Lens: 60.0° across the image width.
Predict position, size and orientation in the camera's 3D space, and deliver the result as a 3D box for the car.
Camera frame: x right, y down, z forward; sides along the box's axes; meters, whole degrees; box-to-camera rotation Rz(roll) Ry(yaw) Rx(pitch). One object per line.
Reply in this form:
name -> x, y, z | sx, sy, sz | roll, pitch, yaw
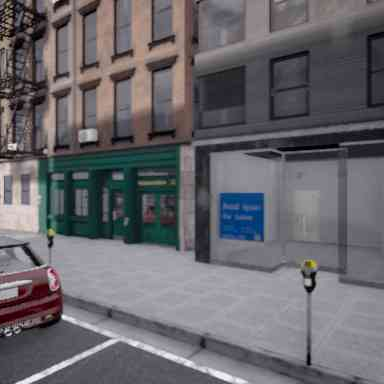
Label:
car -> -4.125, 1.442, 5.753 | 4.097, 1.590, 1.967 | 0, 0, 36
